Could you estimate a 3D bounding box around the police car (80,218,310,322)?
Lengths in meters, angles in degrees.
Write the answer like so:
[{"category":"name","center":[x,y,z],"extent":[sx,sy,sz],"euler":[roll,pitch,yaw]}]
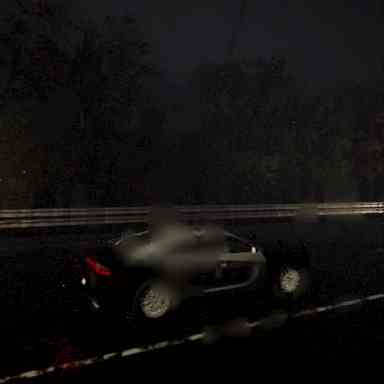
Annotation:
[{"category":"police car","center":[0.330,1.425,7.240],"extent":[5.238,1.638,1.930],"euler":[1,0,-27]}]
